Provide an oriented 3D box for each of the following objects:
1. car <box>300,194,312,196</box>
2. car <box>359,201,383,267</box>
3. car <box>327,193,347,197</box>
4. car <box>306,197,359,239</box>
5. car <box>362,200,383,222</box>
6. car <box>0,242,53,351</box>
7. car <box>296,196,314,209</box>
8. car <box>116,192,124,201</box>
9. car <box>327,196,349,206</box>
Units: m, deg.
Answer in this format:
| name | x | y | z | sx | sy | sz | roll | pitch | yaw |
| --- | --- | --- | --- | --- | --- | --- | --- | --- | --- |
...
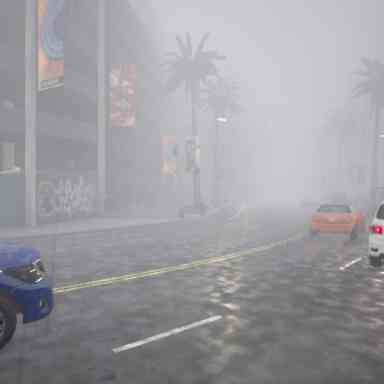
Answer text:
| name | x | y | z | sx | sy | sz | roll | pitch | yaw |
| --- | --- | --- | --- | --- | --- | --- | --- | --- | --- |
| car | 29.243 | 1.301 | 83.729 | 2.185 | 1.767 | 4.553 | 0 | 0 | 10 |
| car | 7.311 | 1.216 | 10.674 | 2.150 | 2.045 | 5.566 | 0 | 0 | 40 |
| car | 19.125 | 1.196 | 44.279 | 2.150 | 2.045 | 5.566 | 0 | 0 | 10 |
| car | 7.771 | 1.342 | 17.565 | 2.097 | 1.767 | 4.553 | 0 | 0 | 33 |
| car | 15.420 | 1.464 | 27.108 | 1.882 | 1.535 | 5.008 | 0 | 0 | 16 |
| car | -4.839 | 1.217 | 4.307 | 5.566 | 2.045 | 2.150 | 0 | 0 | -32 |
| car | 15.754 | 1.572 | 45.309 | 1.895 | 1.301 | 4.718 | 0 | 0 | 10 |
| car | -11.626 | 0.978 | 53.577 | 2.435 | 2.045 | 5.566 | 0 | 0 | 10 |
| car | 24.054 | 1.449 | 54.816 | 2.231 | 1.521 | 4.892 | 0 | 0 | 10 |
